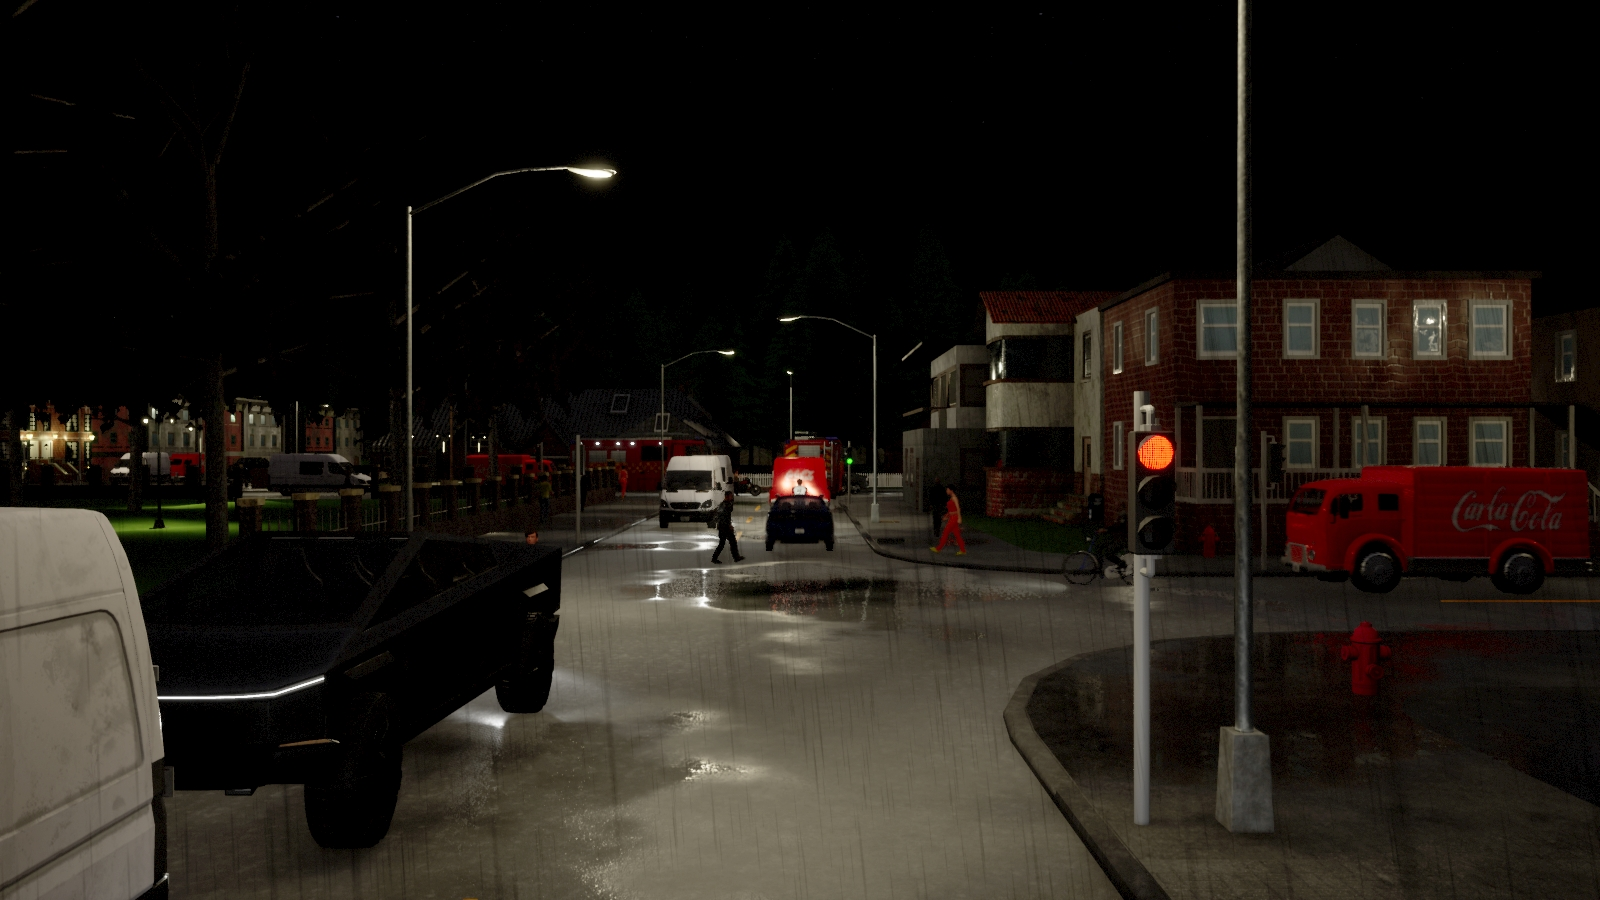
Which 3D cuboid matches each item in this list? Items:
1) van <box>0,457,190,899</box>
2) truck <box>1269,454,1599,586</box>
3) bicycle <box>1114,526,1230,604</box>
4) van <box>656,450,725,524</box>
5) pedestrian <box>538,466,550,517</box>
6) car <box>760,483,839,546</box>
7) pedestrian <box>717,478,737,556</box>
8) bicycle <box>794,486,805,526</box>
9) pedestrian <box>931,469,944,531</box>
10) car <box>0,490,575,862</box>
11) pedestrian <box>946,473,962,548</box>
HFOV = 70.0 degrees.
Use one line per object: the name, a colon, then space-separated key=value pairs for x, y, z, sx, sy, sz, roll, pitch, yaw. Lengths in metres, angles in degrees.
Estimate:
van: x=-4.011 y=1.313 z=2.695 sx=1.988 sy=2.561 sz=5.915 roll=0 pitch=0 yaw=0
truck: x=12.649 y=1.344 z=23.142 sx=5.204 sy=2.467 sz=2.627 roll=0 pitch=0 yaw=0
bicycle: x=6.261 y=1.932 z=19.274 sx=1.835 sy=1.271 sz=0.329 roll=0 pitch=0 yaw=5
van: x=-4.007 y=1.296 z=42.666 sx=1.988 sy=2.561 sz=5.915 roll=0 pitch=0 yaw=0
pedestrian: x=-9.376 y=1.508 z=41.880 sx=0.375 sy=1.860 sz=0.375 roll=0 pitch=0 yaw=0
car: x=-0.014 y=1.800 z=33.113 sx=2.097 sy=1.535 sz=5.006 roll=0 pitch=0 yaw=0
pedestrian: x=-1.767 y=1.617 z=27.675 sx=0.375 sy=1.860 sz=0.375 roll=0 pitch=0 yaw=12
bicycle: x=-0.010 y=1.919 z=39.468 sx=0.373 sy=1.296 sz=1.643 roll=0 pitch=0 yaw=0
pedestrian: x=4.175 y=1.501 z=34.698 sx=0.375 sy=1.860 sz=0.375 roll=0 pitch=0 yaw=10
car: x=-4.002 y=1.529 z=10.345 sx=2.390 sy=2.098 sz=6.274 roll=0 pitch=0 yaw=3
pedestrian: x=3.871 y=1.504 z=28.712 sx=0.375 sy=1.860 sz=0.375 roll=0 pitch=0 yaw=6
